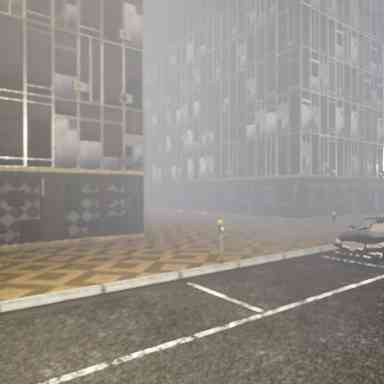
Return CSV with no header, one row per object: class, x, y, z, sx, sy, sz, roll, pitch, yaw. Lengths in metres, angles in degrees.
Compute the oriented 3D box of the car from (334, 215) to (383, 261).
car,6.574,1.475,11.230,4.403,1.369,2.008,0,0,-35
